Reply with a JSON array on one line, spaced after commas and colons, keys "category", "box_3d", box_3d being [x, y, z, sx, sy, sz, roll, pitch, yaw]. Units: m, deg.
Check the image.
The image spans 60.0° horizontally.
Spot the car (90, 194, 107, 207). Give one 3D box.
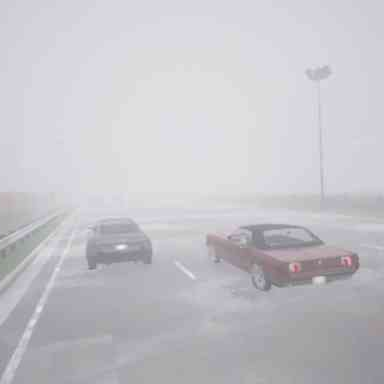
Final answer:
[{"category": "car", "box_3d": [-16.766, 1.438, 58.854, 2.150, 2.045, 5.566, -2, 0, -17]}]

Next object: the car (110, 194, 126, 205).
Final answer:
[{"category": "car", "box_3d": [-13.636, 1.311, 60.584, 2.150, 2.045, 5.566, -2, 0, -17]}]

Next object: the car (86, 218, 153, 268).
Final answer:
[{"category": "car", "box_3d": [-2.619, 1.580, 11.587, 1.994, 1.385, 4.181, -2, 0, -16]}]

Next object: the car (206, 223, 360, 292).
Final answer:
[{"category": "car", "box_3d": [1.897, 1.471, 8.734, 1.895, 1.301, 4.718, -2, 0, -17]}]

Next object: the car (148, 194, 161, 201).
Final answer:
[{"category": "car", "box_3d": [-9.337, 1.324, 82.604, 2.033, 1.411, 5.357, -2, 0, -17]}]

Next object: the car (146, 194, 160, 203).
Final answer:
[{"category": "car", "box_3d": [-7.977, 1.371, 66.069, 1.812, 1.442, 4.674, -2, 0, -17]}]

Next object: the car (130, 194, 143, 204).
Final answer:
[{"category": "car", "box_3d": [-10.242, 1.523, 61.486, 1.994, 1.385, 4.181, -2, 0, -17]}]
